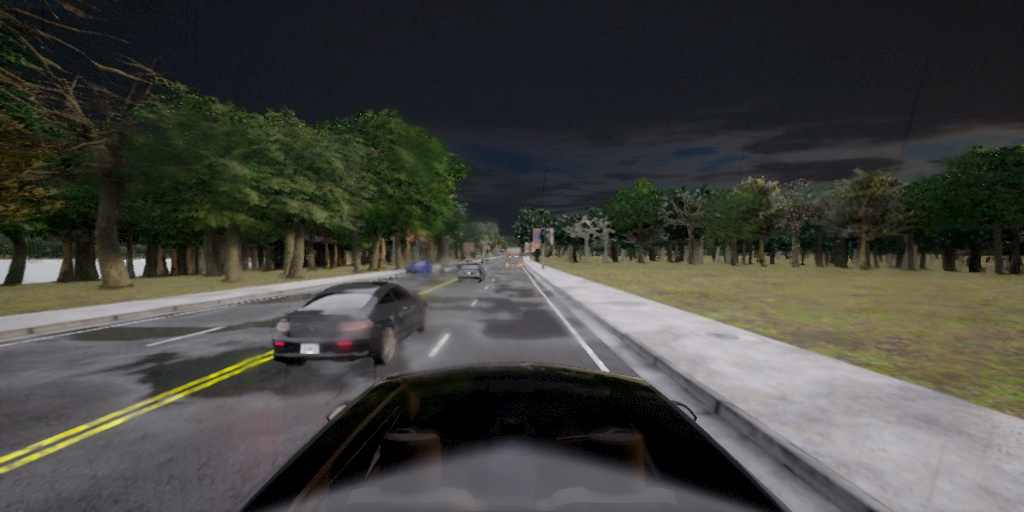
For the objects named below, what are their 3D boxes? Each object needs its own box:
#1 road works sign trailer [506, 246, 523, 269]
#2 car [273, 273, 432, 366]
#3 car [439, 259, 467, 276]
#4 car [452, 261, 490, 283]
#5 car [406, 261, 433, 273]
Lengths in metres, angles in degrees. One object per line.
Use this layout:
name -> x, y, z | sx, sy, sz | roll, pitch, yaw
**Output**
road works sign trailer -> 0.295, 0.241, 58.100 | 2.380, 3.560, 2.880 | 0, 0, 1
car -> -3.131, 1.278, 7.878 | 1.812, 1.442, 4.674 | 0, 0, 0
car -> -6.459, 1.266, 38.353 | 2.128, 1.511, 4.902 | 0, 0, 1
car -> -3.086, 1.312, 28.251 | 2.033, 1.411, 5.357 | 0, 0, 0
car -> -9.714, 1.252, 37.887 | 1.882, 1.535, 5.008 | 0, 0, 1
